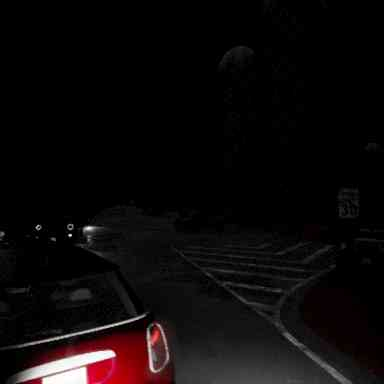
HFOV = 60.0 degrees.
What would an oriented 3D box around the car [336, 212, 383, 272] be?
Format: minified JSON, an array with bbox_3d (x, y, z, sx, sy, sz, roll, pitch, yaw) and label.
[{"bbox_3d":[6.445,1.645,11.097,3.866,1.878,1.905,2,-2,-43],"label":"car"}]

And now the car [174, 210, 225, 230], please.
[{"bbox_3d":[0.576,2.264,27.051,3.988,1.617,1.851,0,-2,-13],"label":"car"}]

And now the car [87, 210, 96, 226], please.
[{"bbox_3d":[-10.381,2.497,32.193,2.033,1.411,5.357,0,-2,-12],"label":"car"}]

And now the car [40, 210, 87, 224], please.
[{"bbox_3d":[-7.613,1.907,19.326,2.097,1.767,4.553,0,-2,-12],"label":"car"}]

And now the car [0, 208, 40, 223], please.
[{"bbox_3d":[-5.360,1.410,7.590,2.150,2.045,5.566,0,-2,-13],"label":"car"}]

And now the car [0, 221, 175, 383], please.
[{"bbox_3d":[-2.102,1.445,4.150,2.097,1.767,4.553,1,-2,-34],"label":"car"}]

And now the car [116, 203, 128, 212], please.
[{"bbox_3d":[-17.196,3.638,80.513,2.150,2.045,5.566,0,-2,-12],"label":"car"}]

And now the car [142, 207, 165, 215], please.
[{"bbox_3d":[-6.888,3.321,59.191,4.181,1.381,1.994,0,-2,-13],"label":"car"}]
